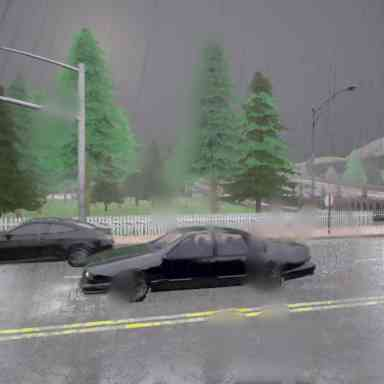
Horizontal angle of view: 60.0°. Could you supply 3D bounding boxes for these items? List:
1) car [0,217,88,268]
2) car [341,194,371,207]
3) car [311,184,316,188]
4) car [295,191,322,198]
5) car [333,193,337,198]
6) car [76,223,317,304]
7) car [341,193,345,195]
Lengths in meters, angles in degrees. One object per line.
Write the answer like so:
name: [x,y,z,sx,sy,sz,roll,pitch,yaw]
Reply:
car: [-4.755,1.526,10.273,4.674,1.442,1.812,0,0,-14]
car: [21.107,1.437,40.612,2.128,1.511,4.902,0,1,-16]
car: [26.113,-1.239,75.360,2.128,1.511,4.902,0,7,-15]
car: [17.797,0.910,52.517,1.812,1.442,4.674,0,4,-15]
car: [24.527,0.903,54.461,1.812,1.442,4.674,0,4,-15]
car: [0.205,1.547,7.912,5.357,1.411,2.033,0,0,-14]
car: [23.243,1.302,45.972,2.128,1.511,4.902,0,2,-16]
